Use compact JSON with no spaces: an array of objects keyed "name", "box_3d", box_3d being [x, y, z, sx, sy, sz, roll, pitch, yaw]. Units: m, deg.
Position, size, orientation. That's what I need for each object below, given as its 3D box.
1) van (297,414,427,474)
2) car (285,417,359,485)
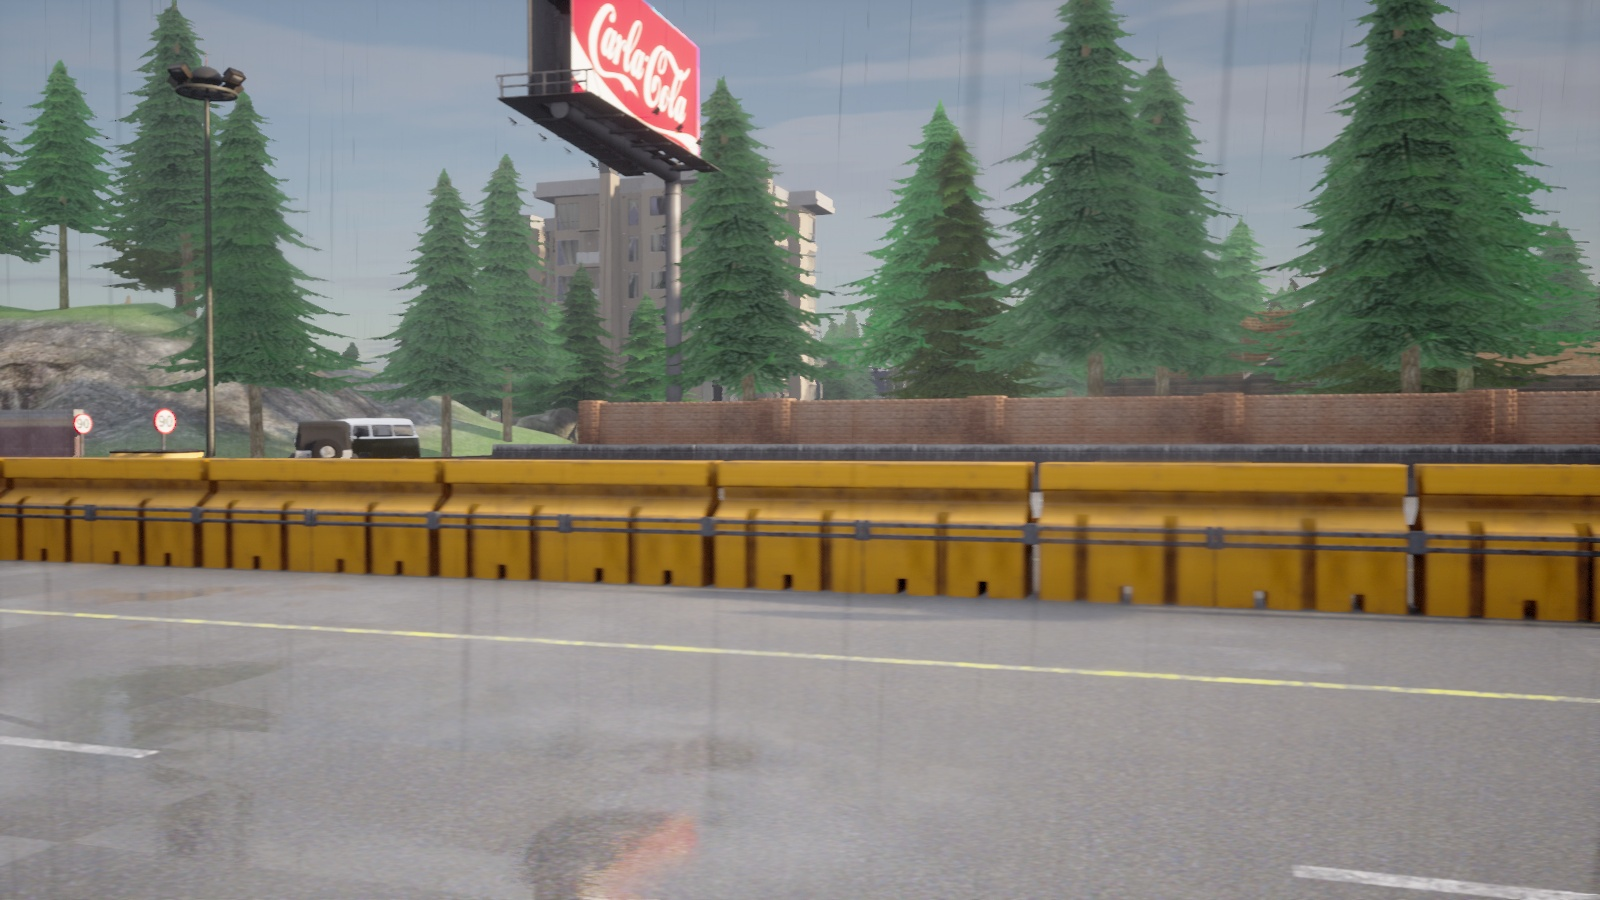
[{"name":"van","box_3d":[-15.625,-0.250,45.078,2.069,2.038,4.480,1,1,19]},{"name":"car","box_3d":[-13.880,-0.016,36.598,1.905,1.878,3.866,-1,1,-20]}]
